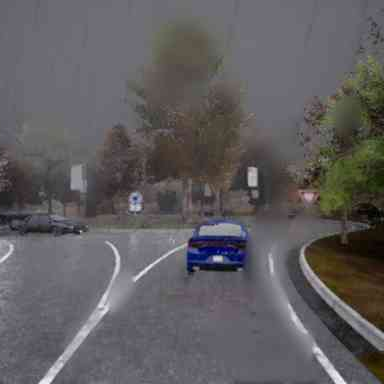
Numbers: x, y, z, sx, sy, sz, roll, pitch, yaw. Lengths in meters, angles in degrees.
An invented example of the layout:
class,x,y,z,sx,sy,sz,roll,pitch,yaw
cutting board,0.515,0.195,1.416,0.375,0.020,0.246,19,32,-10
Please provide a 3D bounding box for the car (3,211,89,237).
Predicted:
class,x,y,z,sx,sy,sz,roll,pitch,yaw
car,-9.376,2.110,21.750,5.357,1.411,2.033,-1,-2,22

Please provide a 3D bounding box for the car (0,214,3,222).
class,x,y,z,sx,sy,sz,roll,pitch,yaw
car,-19.650,2.702,36.216,1.895,1.301,4.718,0,-2,-2

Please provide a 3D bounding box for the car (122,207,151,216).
class,x,y,z,sx,sy,sz,roll,pitch,yaw
car,-8.925,3.051,52.682,4.892,1.490,1.837,1,-4,-18

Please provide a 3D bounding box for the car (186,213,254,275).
class,x,y,z,sx,sy,sz,roll,pitch,yaw
car,1.030,1.655,11.070,1.882,1.535,5.008,0,-2,8

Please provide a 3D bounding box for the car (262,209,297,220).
class,x,y,z,sx,sy,sz,roll,pitch,yaw
car,11.680,2.961,44.676,2.033,1.411,5.357,1,-2,-24

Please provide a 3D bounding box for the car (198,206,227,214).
class,x,y,z,sx,sy,sz,roll,pitch,yaw
car,3.237,3.033,52.538,4.553,1.767,2.097,0,-2,22
